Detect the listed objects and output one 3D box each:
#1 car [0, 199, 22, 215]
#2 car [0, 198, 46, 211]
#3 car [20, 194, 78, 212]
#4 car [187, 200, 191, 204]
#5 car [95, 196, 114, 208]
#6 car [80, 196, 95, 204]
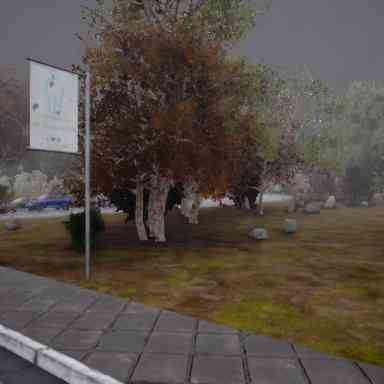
[{"bbox_3d":[-19.235,1.611,31.522,1.895,1.301,4.718,0,0,38],"label":"car"},{"bbox_3d":[-20.830,1.511,41.118,1.837,1.490,4.892,0,0,38],"label":"car"},{"bbox_3d":[-17.130,1.223,40.141,2.150,2.045,5.566,0,0,39],"label":"car"},{"bbox_3d":[-2.445,1.468,53.216,2.033,1.411,5.357,0,0,36],"label":"car"},{"bbox_3d":[-11.034,1.323,47.942,2.097,1.767,4.553,0,0,37],"label":"car"},{"bbox_3d":[-14.845,1.331,48.735,2.097,1.767,4.553,0,0,38],"label":"car"}]
